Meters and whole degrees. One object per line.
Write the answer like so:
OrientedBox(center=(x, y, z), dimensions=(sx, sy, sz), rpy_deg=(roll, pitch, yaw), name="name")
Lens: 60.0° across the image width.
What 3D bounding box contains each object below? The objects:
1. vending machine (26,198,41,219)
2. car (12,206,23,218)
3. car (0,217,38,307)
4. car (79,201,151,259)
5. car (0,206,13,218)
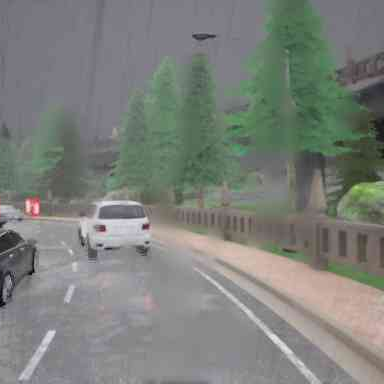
OrientedBox(center=(-16.185, 1.643, 33.921), dimensions=(0.880, 2.100, 1.100), rpy_deg=(-1, -1, 30), name="vending machine")
OrientedBox(center=(-16.722, 1.932, 29.341), dimensions=(4.674, 1.442, 1.812), rpy_deg=(-1, -1, 34), name="car")
OrientedBox(center=(-5.025, 1.621, 7.956), dimensions=(1.837, 1.490, 4.892), rpy_deg=(0, 0, -15), name="car")
OrientedBox(center=(-3.285, 1.379, 13.576), dimensions=(2.150, 2.045, 5.566), rpy_deg=(0, -1, -23), name="car")
OrientedBox(center=(-15.323, 1.894, 24.181), dimensions=(5.357, 1.411, 2.033), rpy_deg=(-1, -1, 41), name="car")
